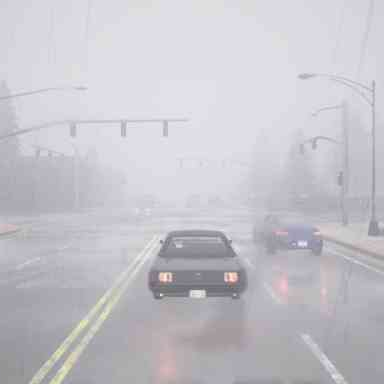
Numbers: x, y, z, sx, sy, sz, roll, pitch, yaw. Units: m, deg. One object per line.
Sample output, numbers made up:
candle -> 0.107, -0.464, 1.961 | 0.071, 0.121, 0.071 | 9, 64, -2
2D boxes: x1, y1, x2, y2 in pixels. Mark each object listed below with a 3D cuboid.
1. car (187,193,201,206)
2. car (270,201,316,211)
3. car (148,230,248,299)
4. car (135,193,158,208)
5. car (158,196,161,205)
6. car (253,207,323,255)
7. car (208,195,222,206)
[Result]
car -> 0.342, 1.221, 55.827 | 2.150, 2.045, 5.566 | 0, 0, 0
car -> 10.836, 1.600, 36.180 | 4.718, 1.301, 1.895 | 0, 0, 0
car -> 0.099, 1.601, 8.383 | 1.895, 1.301, 4.718 | 0, 0, 0
car -> -6.860, 1.221, 49.014 | 2.150, 2.045, 5.566 | 0, 0, 1
car -> -6.808, 1.352, 59.065 | 2.097, 1.767, 4.553 | 0, 0, 1
car -> 3.637, 1.526, 13.174 | 1.812, 1.442, 4.674 | 0, 0, 0
car -> 3.844, 1.351, 56.392 | 2.097, 1.767, 4.553 | 0, 0, 0
